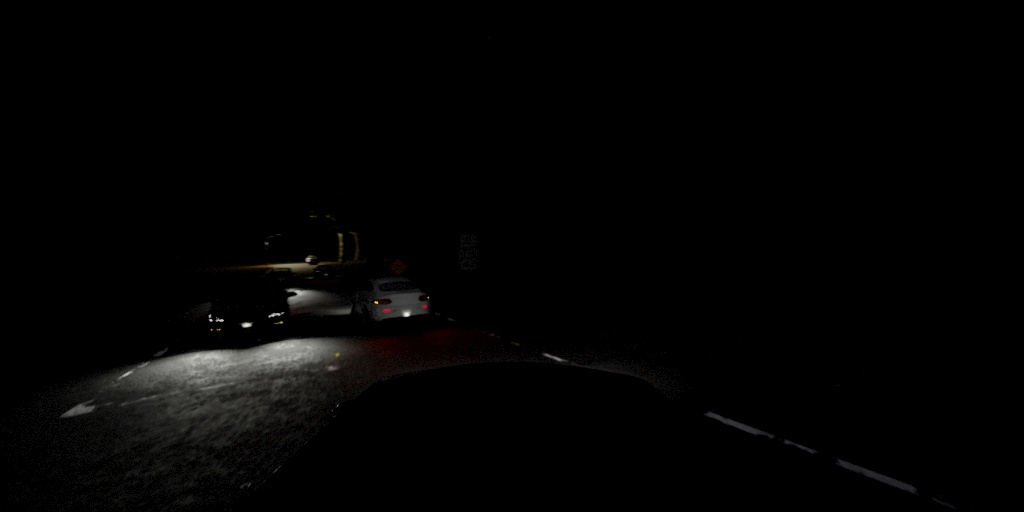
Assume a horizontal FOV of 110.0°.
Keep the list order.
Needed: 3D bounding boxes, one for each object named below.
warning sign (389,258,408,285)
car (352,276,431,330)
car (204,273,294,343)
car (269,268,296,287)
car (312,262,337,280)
[{"bbox_3d":[-7.879,1.040,24.922,1.300,1.860,1.060,0,0,-31],"label":"warning sign"},{"bbox_3d":[-4.088,1.395,11.885,1.812,1.442,4.674,-2,0,-31],"label":"car"},{"bbox_3d":[-7.935,1.503,11.086,1.837,1.490,4.892,-2,1,-31],"label":"car"},{"bbox_3d":[-18.576,1.708,28.850,2.128,1.511,4.902,-2,1,-31],"label":"car"},{"bbox_3d":[-20.155,1.699,38.553,1.812,1.442,4.674,-2,1,-31],"label":"car"}]
